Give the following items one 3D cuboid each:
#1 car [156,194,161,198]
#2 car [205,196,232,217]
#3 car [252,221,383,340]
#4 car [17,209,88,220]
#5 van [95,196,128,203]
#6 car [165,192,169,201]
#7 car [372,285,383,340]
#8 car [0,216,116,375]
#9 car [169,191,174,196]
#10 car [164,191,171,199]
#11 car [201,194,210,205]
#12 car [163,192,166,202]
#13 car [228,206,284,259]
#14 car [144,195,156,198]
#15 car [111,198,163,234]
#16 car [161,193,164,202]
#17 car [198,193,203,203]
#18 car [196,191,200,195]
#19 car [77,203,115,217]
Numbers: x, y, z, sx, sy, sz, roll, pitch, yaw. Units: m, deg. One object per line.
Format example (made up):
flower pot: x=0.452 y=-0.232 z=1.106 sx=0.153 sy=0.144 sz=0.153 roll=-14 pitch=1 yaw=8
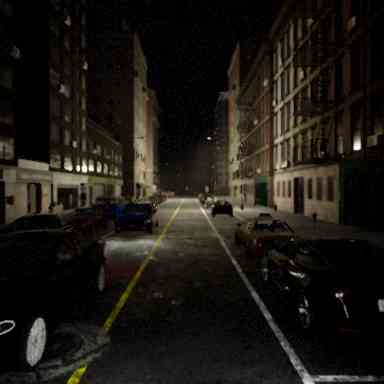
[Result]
car: x=-5.668 y=1.249 z=44.296 sx=1.947 sy=1.339 sz=4.313 roll=0 pitch=0 yaw=0
car: x=2.462 y=1.338 z=28.102 sx=2.008 sy=1.369 sz=4.403 roll=0 pitch=0 yaw=0
car: x=2.603 y=1.513 z=6.452 sx=1.947 sy=1.339 sz=4.313 roll=0 pitch=0 yaw=0
car: x=-5.458 y=1.491 z=11.822 sx=1.947 sy=1.339 sz=4.313 roll=0 pitch=0 yaw=0
van: x=-5.528 y=1.186 z=22.645 sx=1.690 sy=1.788 sz=3.998 roll=0 pitch=0 yaw=0
car: x=-5.773 y=1.110 z=60.534 sx=2.008 sy=1.369 sz=4.403 roll=0 pitch=0 yaw=0
car: x=2.638 y=1.568 z=1.040 sx=1.802 sy=1.307 sz=4.206 roll=0 pitch=0 yaw=0
car: x=-2.882 y=1.441 z=5.787 sx=1.882 sy=1.535 sz=5.008 roll=0 pitch=0 yaw=0
car: x=-5.878 y=0.743 z=76.769 sx=2.192 sy=1.841 sz=5.009 roll=0 pitch=0 yaw=0
car: x=-5.808 y=1.066 z=65.947 sx=2.008 sy=1.369 sz=4.403 roll=0 pitch=0 yaw=0
car: x=2.392 y=1.256 z=38.927 sx=2.008 sy=1.369 sz=4.403 roll=0 pitch=0 yaw=0
car: x=-5.738 y=1.184 z=55.122 sx=1.802 sy=1.307 sz=4.206 roll=0 pitch=0 yaw=0
car: x=2.566 y=1.431 z=12.034 sx=1.752 sy=1.417 sz=4.829 roll=0 pitch=0 yaw=0
car: x=-5.632 y=1.251 z=38.714 sx=1.752 sy=1.417 sz=4.829 roll=0 pitch=0 yaw=0
car: x=-2.946 y=1.348 z=18.537 sx=1.882 sy=1.535 sz=5.008 roll=0 pitch=1 yaw=0
car: x=-5.702 y=1.169 z=49.538 sx=1.752 sy=1.417 sz=4.829 roll=0 pitch=0 yaw=0
car: x=2.322 y=1.190 z=49.751 sx=1.947 sy=1.339 sz=4.313 roll=0 pitch=0 yaw=0
car: x=2.216 y=1.021 z=66.159 sx=1.752 sy=1.417 sz=4.829 roll=0 pitch=0 yaw=0
car: x=-5.493 y=1.468 z=17.235 sx=1.802 sy=1.307 sz=4.206 roll=0 pitch=0 yaw=0
